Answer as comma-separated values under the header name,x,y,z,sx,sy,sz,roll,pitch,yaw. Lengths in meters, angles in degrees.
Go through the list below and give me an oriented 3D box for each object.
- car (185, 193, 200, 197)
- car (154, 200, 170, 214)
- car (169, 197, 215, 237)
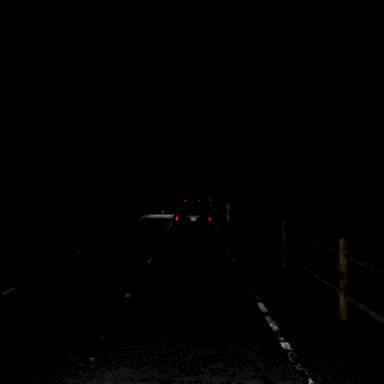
name,x,y,z,sx,sy,sz,roll,pitch,yaw
car,0.047,1.180,39.018,2.150,2.045,5.566,0,0,0
car,-2.797,1.512,34.632,2.033,1.411,5.357,0,0,0
car,0.070,1.333,18.191,2.097,1.767,4.553,0,0,0
